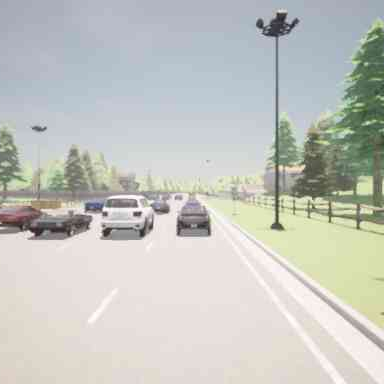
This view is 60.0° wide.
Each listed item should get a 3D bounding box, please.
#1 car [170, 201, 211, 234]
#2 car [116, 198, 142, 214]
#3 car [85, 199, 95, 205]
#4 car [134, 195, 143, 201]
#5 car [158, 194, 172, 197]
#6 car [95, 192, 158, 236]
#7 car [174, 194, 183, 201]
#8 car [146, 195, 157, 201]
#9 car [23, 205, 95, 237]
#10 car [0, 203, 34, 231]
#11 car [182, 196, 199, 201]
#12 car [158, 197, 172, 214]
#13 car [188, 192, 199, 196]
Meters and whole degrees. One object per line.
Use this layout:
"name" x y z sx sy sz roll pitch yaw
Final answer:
"car" 0.101 1.485 19.240 2.128 1.511 4.902 0 0 0
"car" -6.898 1.464 36.986 1.882 1.535 5.008 0 0 0
"car" -10.398 1.464 36.987 1.882 1.535 5.008 0 0 0
"car" -13.999 1.484 87.142 1.812 1.442 4.674 0 0 0
"car" -6.999 1.485 86.725 2.128 1.511 4.902 0 0 0
"car" -3.400 1.215 18.453 2.150 2.045 5.566 0 0 0
"car" -3.499 1.316 87.112 2.097 1.767 4.553 0 0 0
"car" -10.499 1.485 86.725 2.128 1.511 4.902 0 0 0
"car" -6.900 1.594 18.071 1.895 1.301 4.718 0 0 0
"car" -10.415 1.518 20.278 1.812 1.442 4.674 0 0 0
"car" 0.087 1.512 36.476 1.812 1.442 4.674 0 0 0
"car" -3.400 1.551 36.004 1.994 1.385 4.181 0 0 0
"car" 0.001 1.316 87.112 2.097 1.767 4.553 0 0 0
